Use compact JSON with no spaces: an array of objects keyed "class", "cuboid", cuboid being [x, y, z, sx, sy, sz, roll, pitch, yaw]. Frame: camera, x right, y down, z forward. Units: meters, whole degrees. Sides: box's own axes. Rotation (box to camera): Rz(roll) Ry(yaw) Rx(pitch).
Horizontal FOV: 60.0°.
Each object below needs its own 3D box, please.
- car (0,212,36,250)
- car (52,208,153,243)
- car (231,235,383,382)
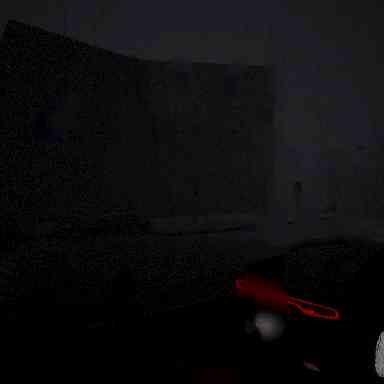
[{"class":"car","cuboid":[-8.571,1.491,12.578,4.792,1.488,2.163,0,0,-36]},{"class":"car","cuboid":[-4.113,1.491,15.793,4.674,1.452,2.002,0,-1,-36]},{"class":"car","cuboid":[2.907,1.465,5.499,5.008,1.535,1.882,0,0,-35]}]
